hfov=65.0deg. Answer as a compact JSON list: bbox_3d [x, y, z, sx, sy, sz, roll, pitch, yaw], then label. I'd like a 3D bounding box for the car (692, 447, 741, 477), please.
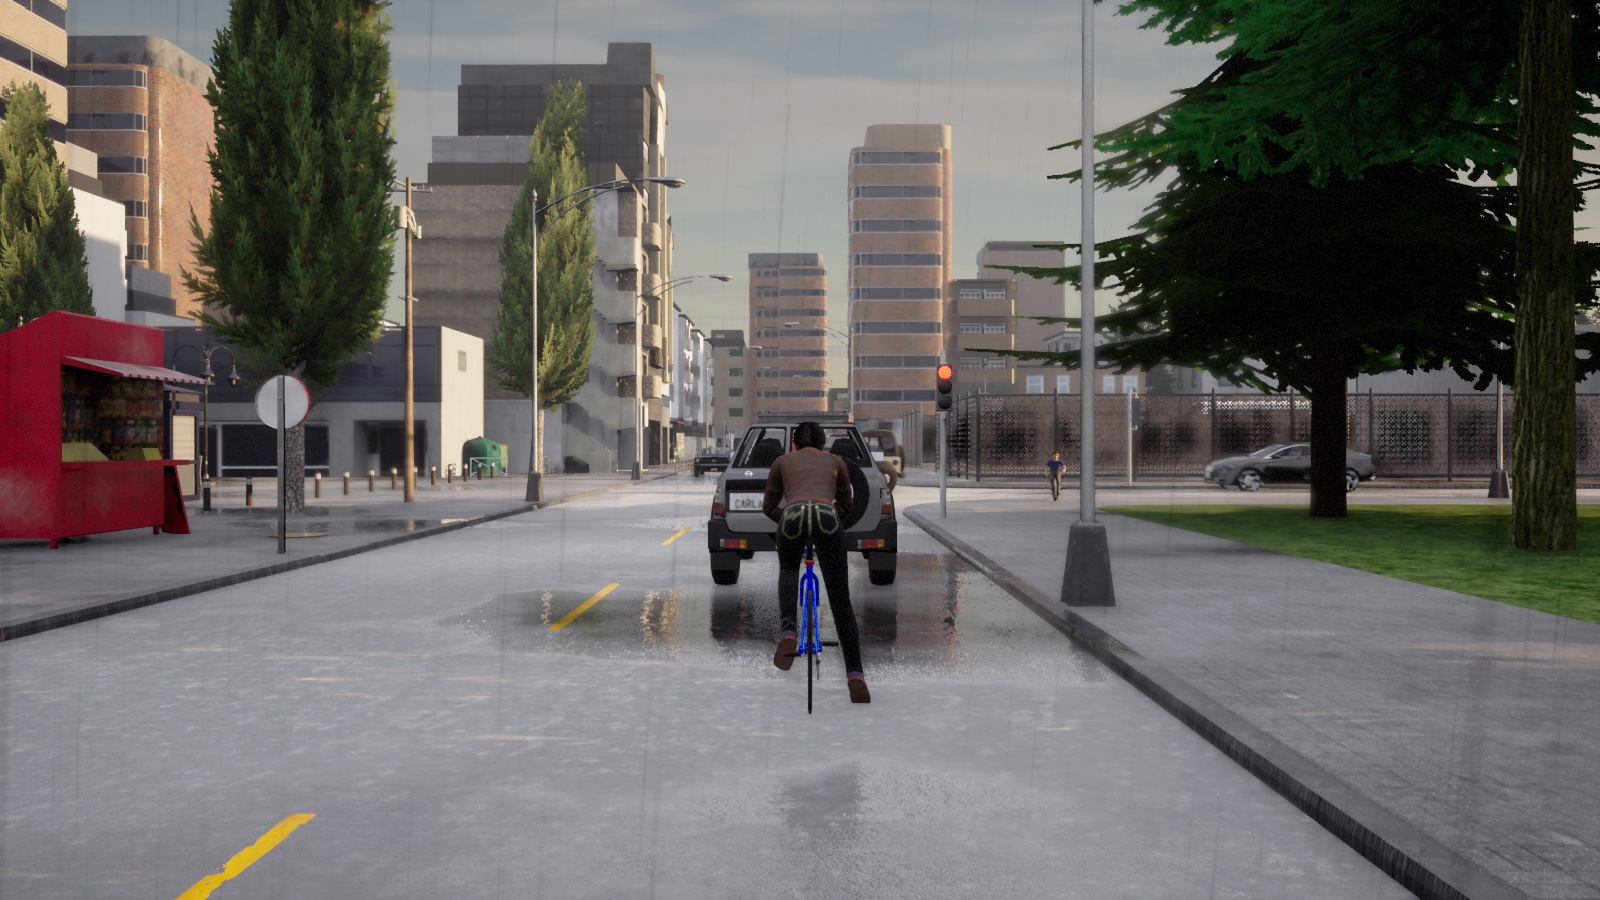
[{"bbox_3d":[-3.738,0.523,56.857,1.895,1.301,4.718,0,0,0],"label":"car"}]

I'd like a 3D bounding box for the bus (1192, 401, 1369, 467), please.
[{"bbox_3d":[31.802,-1.076,83.504,10.273,4.253,3.944,0,0,4],"label":"bus"}]

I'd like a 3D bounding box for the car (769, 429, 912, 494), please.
[{"bbox_3d":[1.182,0.332,37.487,3.866,1.878,1.905,0,0,-14],"label":"car"}]

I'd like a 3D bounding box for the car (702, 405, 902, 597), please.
[{"bbox_3d":[0.069,0.482,14.471,1.932,1.855,4.605,0,0,1],"label":"car"}]

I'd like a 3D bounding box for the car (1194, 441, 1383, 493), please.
[{"bbox_3d":[14.761,0.499,38.146,4.902,1.511,2.128,0,0,0],"label":"car"}]

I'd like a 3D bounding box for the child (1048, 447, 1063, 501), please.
[{"bbox_3d":[6.057,0.573,29.774,0.270,1.263,0.437,0,0,1],"label":"child"}]

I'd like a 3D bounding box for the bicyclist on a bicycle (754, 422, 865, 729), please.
[{"bbox_3d":[0.056,0.657,7.440,0.582,1.620,1.656,0,0,0],"label":"bicyclist on a bicycle"}]
